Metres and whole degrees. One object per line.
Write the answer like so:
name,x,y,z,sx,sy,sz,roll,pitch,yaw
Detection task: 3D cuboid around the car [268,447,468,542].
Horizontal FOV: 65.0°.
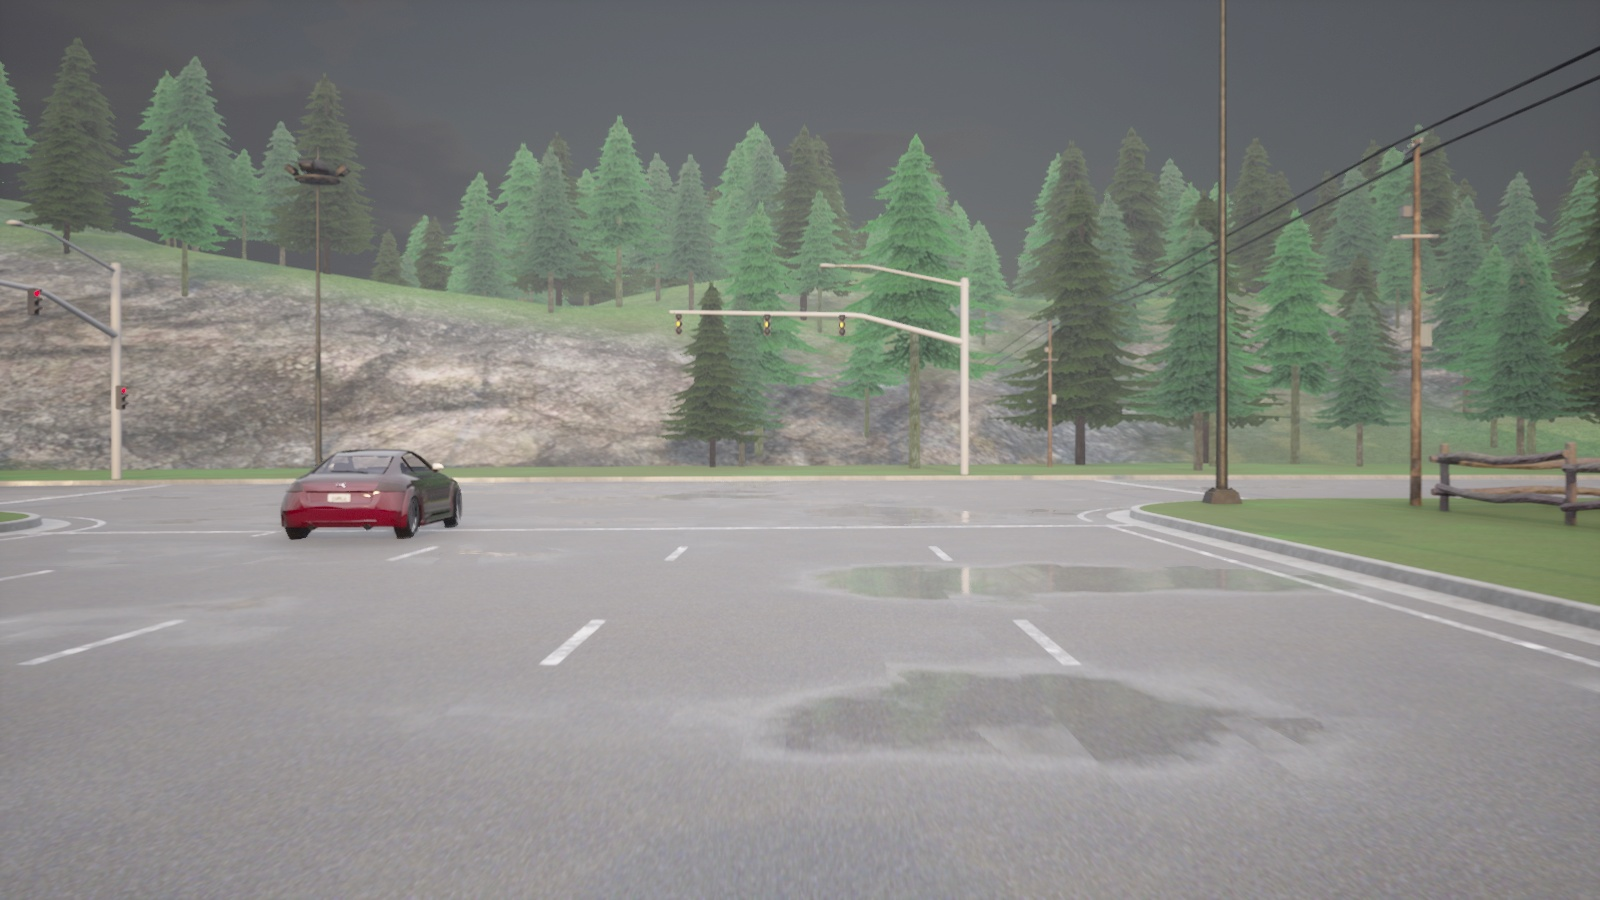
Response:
car,-6.951,0.649,20.711,1.994,1.385,4.181,0,0,-2
